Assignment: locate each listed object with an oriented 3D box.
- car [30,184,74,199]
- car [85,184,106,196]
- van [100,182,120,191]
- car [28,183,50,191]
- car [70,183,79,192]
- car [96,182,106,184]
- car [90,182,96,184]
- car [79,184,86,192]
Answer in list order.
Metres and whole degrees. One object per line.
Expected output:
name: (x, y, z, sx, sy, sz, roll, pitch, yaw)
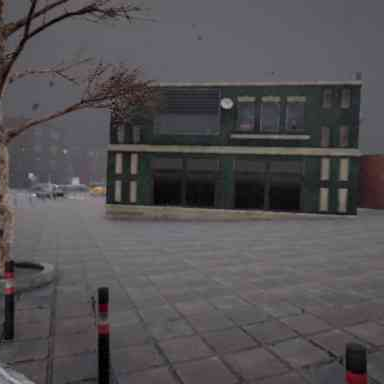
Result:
car: (-18.283, 0.104, 43.652, 2.128, 1.511, 4.902, 2, 2, 14)
car: (-14.986, -0.168, 55.216, 1.882, 1.535, 5.008, 3, 2, 19)
van: (-19.737, -1.454, 80.111, 4.442, 1.987, 1.878, 3, 2, 18)
car: (-26.772, -0.827, 59.206, 4.553, 1.767, 2.185, 3, 2, 18)
car: (-25.067, -0.785, 64.456, 4.674, 1.452, 2.002, 3, 2, 18)
car: (-21.611, -1.346, 74.924, 5.566, 2.045, 2.435, 3, 2, 18)
car: (-23.336, -0.953, 69.695, 4.892, 1.521, 2.231, 3, 2, 18)
car: (-24.166, -1.013, 67.058, 4.553, 1.767, 2.185, 3, 2, 18)
